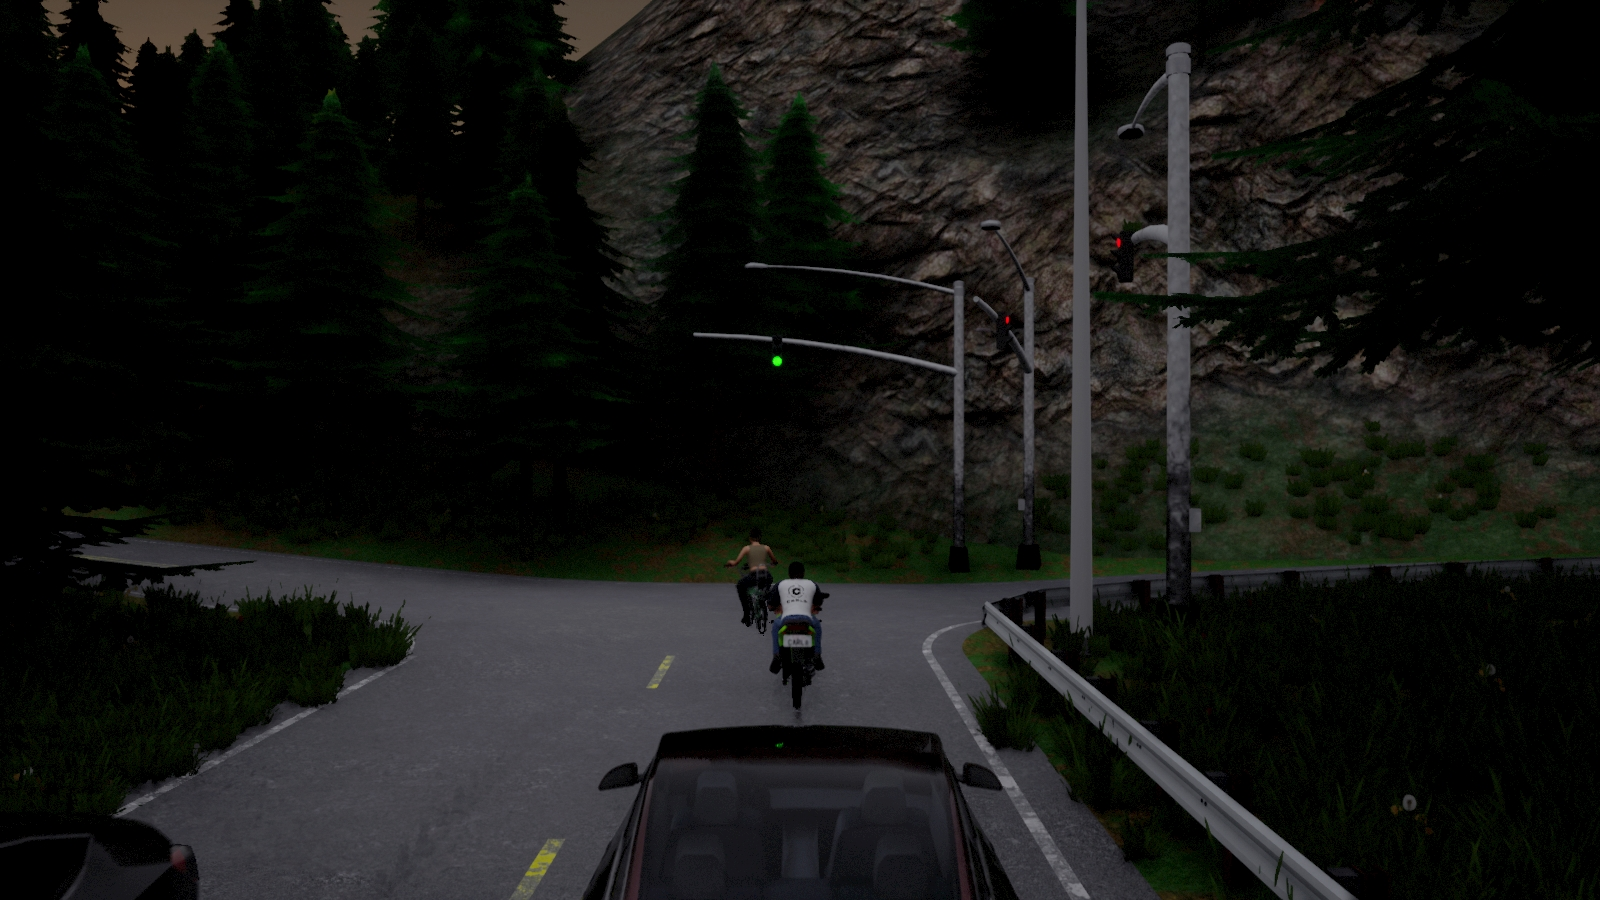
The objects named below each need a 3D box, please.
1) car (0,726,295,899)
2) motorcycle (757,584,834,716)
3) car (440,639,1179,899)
[{"bbox_3d":[-3.484,2.061,3.046,2.163,1.488,4.792,0,0,0],"label":"car"},{"bbox_3d":[-0.057,2.207,12.950,0.803,1.145,2.033,0,0,-1],"label":"motorcycle"},{"bbox_3d":[0.030,2.060,5.536,2.163,1.488,4.792,0,0,0],"label":"car"}]
